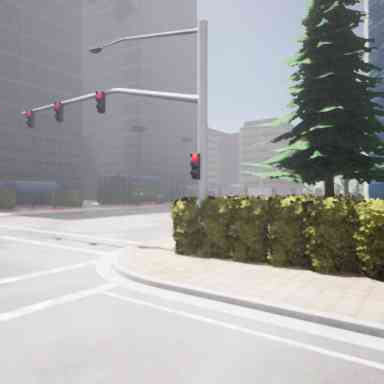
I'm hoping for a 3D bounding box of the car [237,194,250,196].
[{"bbox_3d":[8.569,0.994,56.255,2.097,1.767,4.553,0,0,35],"label":"car"}]

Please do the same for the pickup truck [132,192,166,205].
[{"bbox_3d":[-7.577,1.036,56.109,6.274,2.098,2.390,0,0,-24],"label":"pickup truck"}]
